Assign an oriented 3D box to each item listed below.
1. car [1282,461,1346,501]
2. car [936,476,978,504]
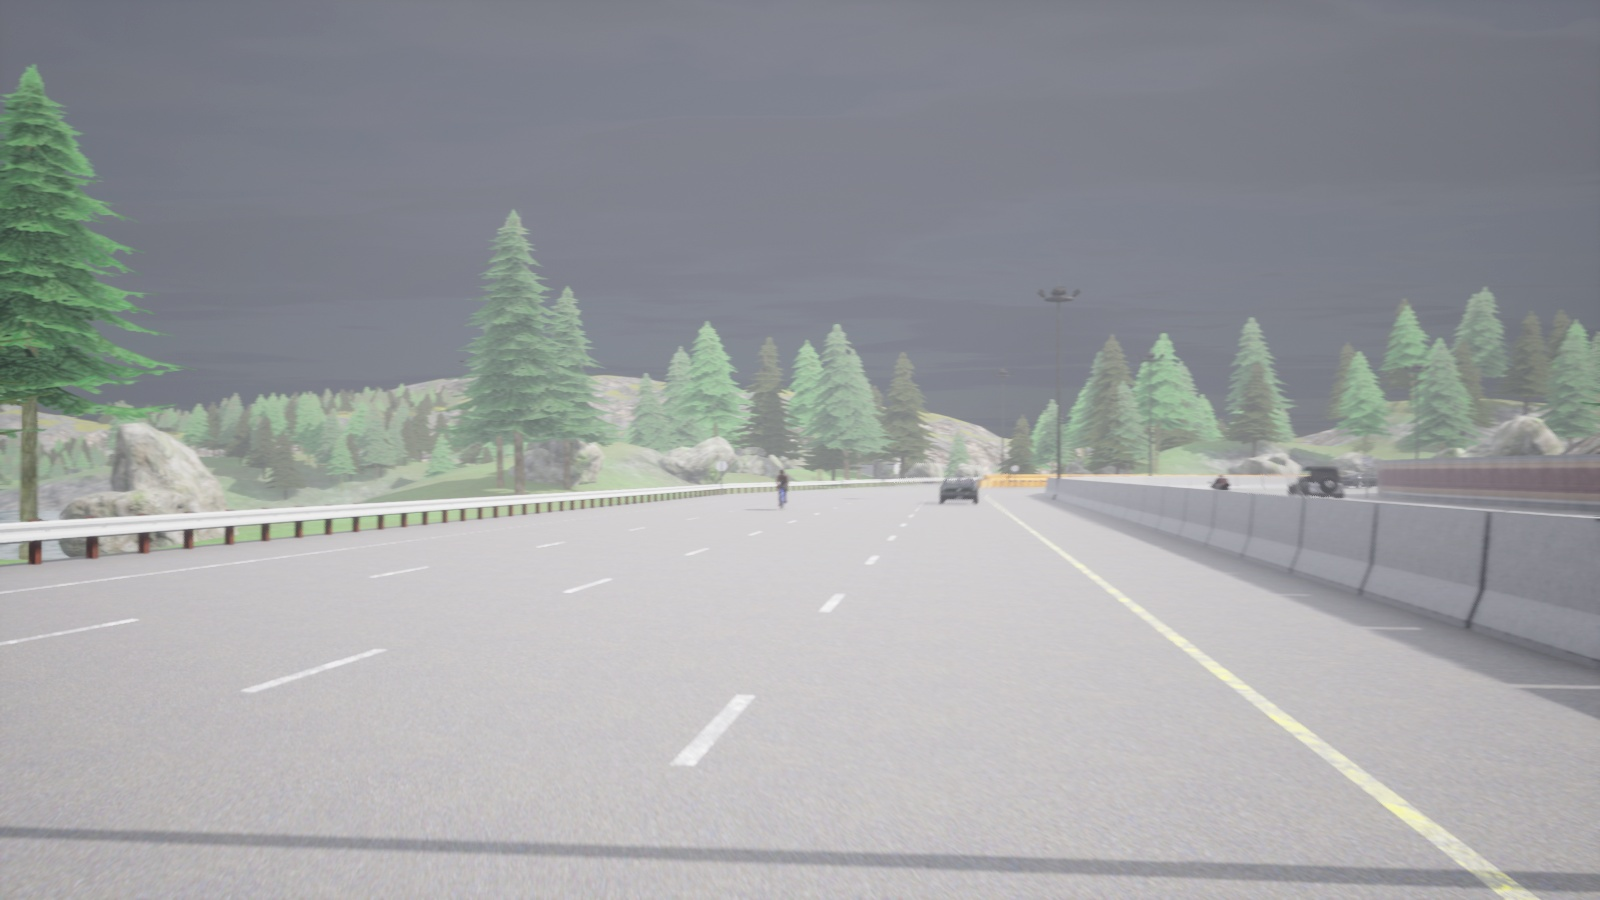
[{"bbox_3d":[25.358,1.525,62.070,1.905,1.878,3.866,0,-1,7],"label":"car"},{"bbox_3d":[7.542,1.893,60.402,1.895,1.301,4.718,0,-1,7],"label":"car"}]
